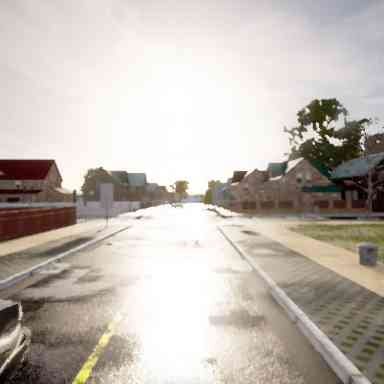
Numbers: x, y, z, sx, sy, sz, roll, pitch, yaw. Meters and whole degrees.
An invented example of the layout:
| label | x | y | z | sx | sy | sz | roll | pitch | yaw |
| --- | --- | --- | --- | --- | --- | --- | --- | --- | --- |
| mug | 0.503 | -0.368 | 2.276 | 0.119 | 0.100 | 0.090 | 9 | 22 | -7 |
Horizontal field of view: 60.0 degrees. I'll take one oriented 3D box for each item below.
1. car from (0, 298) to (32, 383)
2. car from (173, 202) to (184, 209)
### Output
| label | x | y | z | sx | sy | sz | roll | pitch | yaw |
| --- | --- | --- | --- | --- | --- | --- | --- | --- | --- |
| car | -2.851 | 1.572 | 1.667 | 2.033 | 1.411 | 5.357 | 0 | -1 | 0 |
| car | -2.724 | 2.727 | 68.867 | 1.812 | 1.442 | 4.674 | 0 | -1 | 0 |
